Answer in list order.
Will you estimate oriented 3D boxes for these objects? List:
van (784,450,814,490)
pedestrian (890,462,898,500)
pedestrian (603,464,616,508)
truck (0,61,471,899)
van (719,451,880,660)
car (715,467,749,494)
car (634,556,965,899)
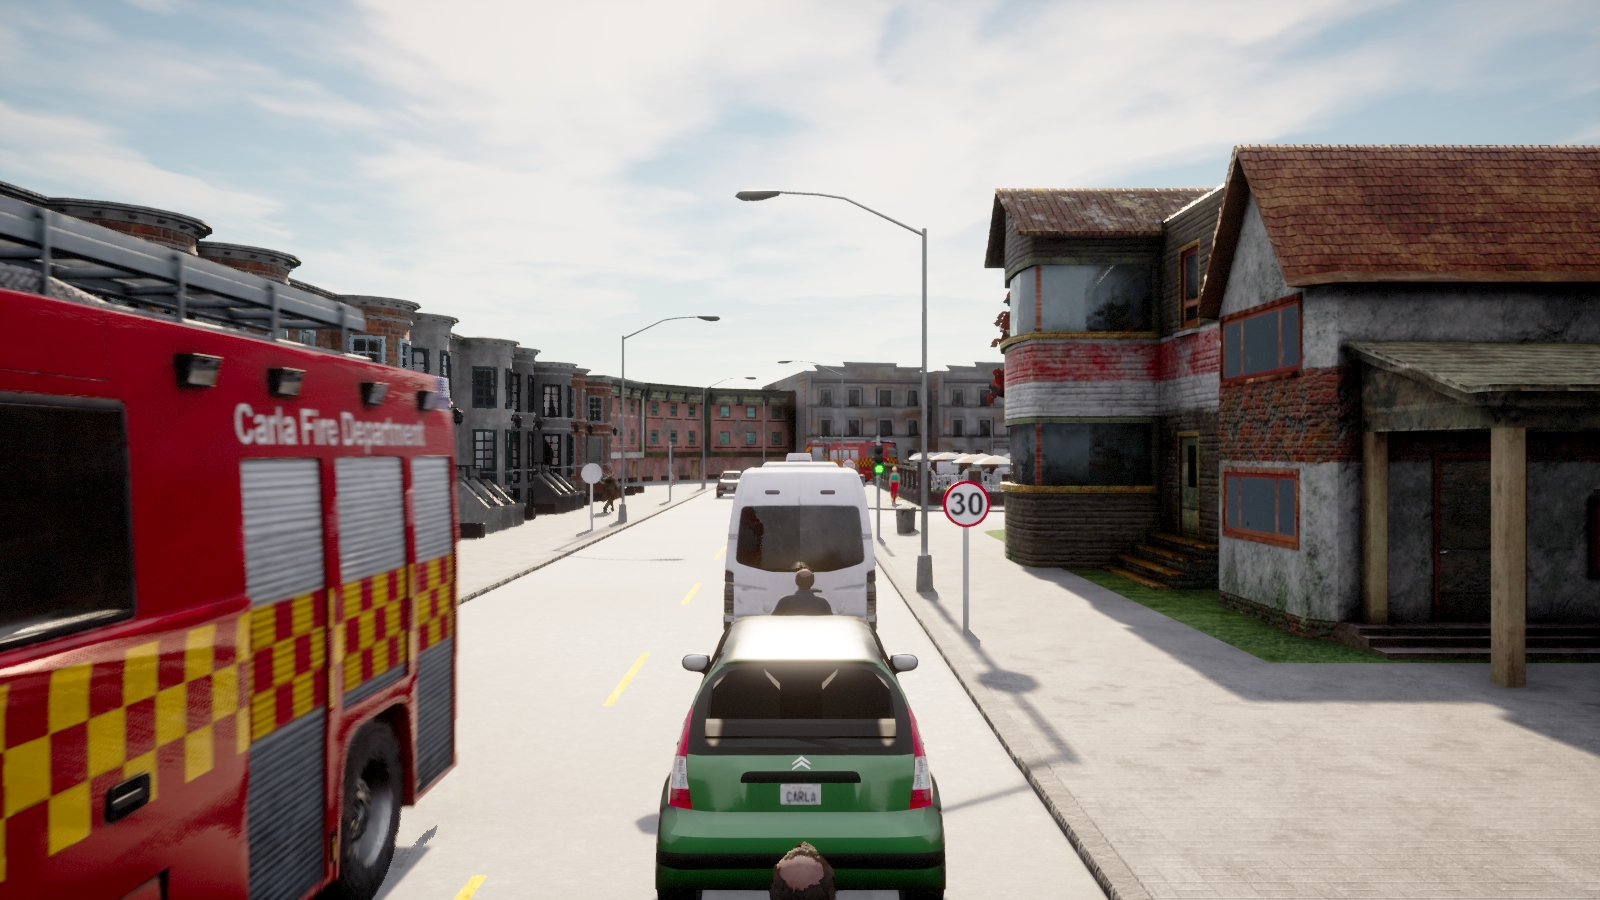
[{"bbox_3d":[-0.059,1.286,76.777,1.988,2.561,5.915,0,0,0],"label":"van"},{"bbox_3d":[4.586,1.495,55.520,0.375,1.860,0.375,0,0,2],"label":"pedestrian"},{"bbox_3d":[-8.030,1.508,48.187,0.375,1.860,0.375,0,0,19],"label":"pedestrian"},{"bbox_3d":[-4.007,0.668,4.641,2.891,3.827,8.468,0,0,0],"label":"truck"},{"bbox_3d":[-0.006,1.308,17.043,1.988,2.561,5.915,0,0,0],"label":"van"},{"bbox_3d":[-4.014,1.781,67.520,1.789,1.549,3.705,0,0,0],"label":"car"},{"bbox_3d":[-0.003,1.776,8.384,1.851,1.617,3.988,0,0,0],"label":"car"}]
